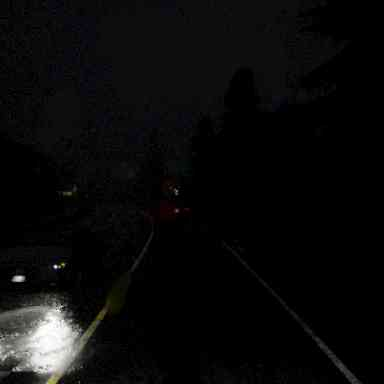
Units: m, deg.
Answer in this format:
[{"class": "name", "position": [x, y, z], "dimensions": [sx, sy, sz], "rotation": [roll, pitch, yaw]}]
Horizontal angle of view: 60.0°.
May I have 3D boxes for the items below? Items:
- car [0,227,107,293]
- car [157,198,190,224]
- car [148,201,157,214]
[{"class": "car", "position": [-3.663, 1.657, 8.977], "dimensions": [1.994, 1.385, 4.181], "rotation": [0, -1, -1]}, {"class": "car", "position": [-1.511, 1.509, 27.760], "dimensions": [2.150, 2.045, 5.566], "rotation": [0, 0, -8]}, {"class": "car", "position": [-4.340, 1.935, 41.815], "dimensions": [1.837, 1.490, 4.892], "rotation": [0, 0, -14]}]
